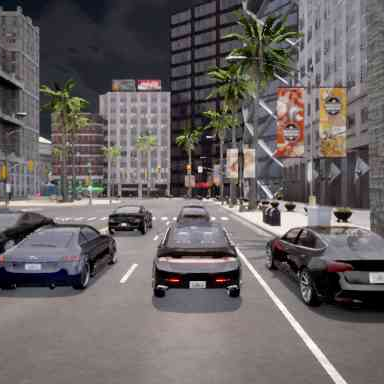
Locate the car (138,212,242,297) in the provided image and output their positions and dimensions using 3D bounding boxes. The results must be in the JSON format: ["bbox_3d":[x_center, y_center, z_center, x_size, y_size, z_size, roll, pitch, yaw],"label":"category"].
[{"bbox_3d":[0.101,1.492,8.544,2.128,1.511,4.902,0,0,0],"label":"car"}]

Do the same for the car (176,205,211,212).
[{"bbox_3d":[0.101,1.505,18.799,1.837,1.490,4.892,0,0,0],"label":"car"}]

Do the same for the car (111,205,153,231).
[{"bbox_3d":[-3.400,1.478,19.070,1.882,1.535,5.008,0,0,0],"label":"car"}]

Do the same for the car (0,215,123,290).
[{"bbox_3d":[-3.397,1.564,9.101,1.994,1.385,4.181,0,0,0],"label":"car"}]

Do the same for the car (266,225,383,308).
[{"bbox_3d":[3.192,1.513,8.023,2.161,1.482,4.786,0,0,-1],"label":"car"}]

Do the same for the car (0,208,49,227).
[{"bbox_3d":[-7.076,1.477,12.868,1.882,1.535,5.008,0,0,0],"label":"car"}]
